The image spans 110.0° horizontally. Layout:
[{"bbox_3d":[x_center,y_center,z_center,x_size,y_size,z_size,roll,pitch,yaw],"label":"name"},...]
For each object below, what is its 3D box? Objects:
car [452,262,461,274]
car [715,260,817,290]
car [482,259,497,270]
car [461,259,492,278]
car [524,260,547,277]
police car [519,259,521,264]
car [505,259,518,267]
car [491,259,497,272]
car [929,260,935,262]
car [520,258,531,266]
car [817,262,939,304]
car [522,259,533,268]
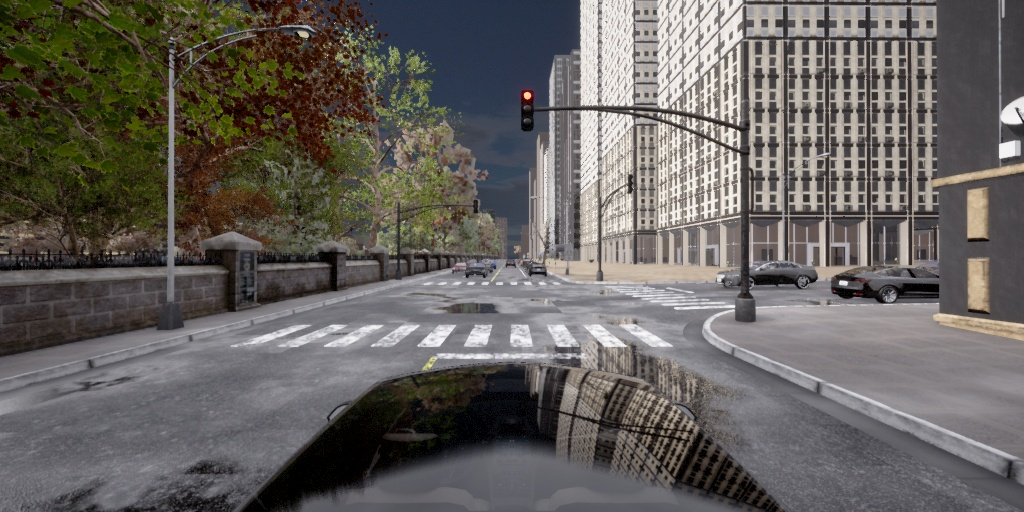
[{"bbox_3d":[-5.897,1.351,41.697,1.802,1.307,4.207,0,0,0],"label":"car"},{"bbox_3d":[13.651,0.993,19.384,4.902,1.511,2.128,-1,0,0],"label":"car"},{"bbox_3d":[-3.360,1.259,54.521,1.882,1.535,5.008,0,0,0],"label":"car"},{"bbox_3d":[-3.265,1.311,34.088,2.033,1.411,5.357,0,0,0],"label":"car"},{"bbox_3d":[2.513,1.331,36.109,1.948,1.339,4.313,0,0,0],"label":"car"},{"bbox_3d":[2.809,1.218,64.533,1.930,1.638,5.238,0,0,0],"label":"police car"},{"bbox_3d":[-0.228,1.297,65.146,1.837,1.490,4.892,0,-1,0],"label":"car"},{"bbox_3d":[-3.316,1.262,44.155,2.128,1.511,4.902,0,0,0],"label":"car"},{"bbox_3d":[23.922,0.874,19.482,5.357,1.411,2.033,-1,0,0],"label":"car"},{"bbox_3d":[2.454,1.339,47.374,1.948,1.339,4.313,0,0,0],"label":"car"},{"bbox_3d":[14.627,1.026,13.590,4.313,1.339,1.948,0,0,-1],"label":"car"},{"bbox_3d":[2.483,1.335,41.741,1.948,1.339,4.313,0,0,0],"label":"car"}]
